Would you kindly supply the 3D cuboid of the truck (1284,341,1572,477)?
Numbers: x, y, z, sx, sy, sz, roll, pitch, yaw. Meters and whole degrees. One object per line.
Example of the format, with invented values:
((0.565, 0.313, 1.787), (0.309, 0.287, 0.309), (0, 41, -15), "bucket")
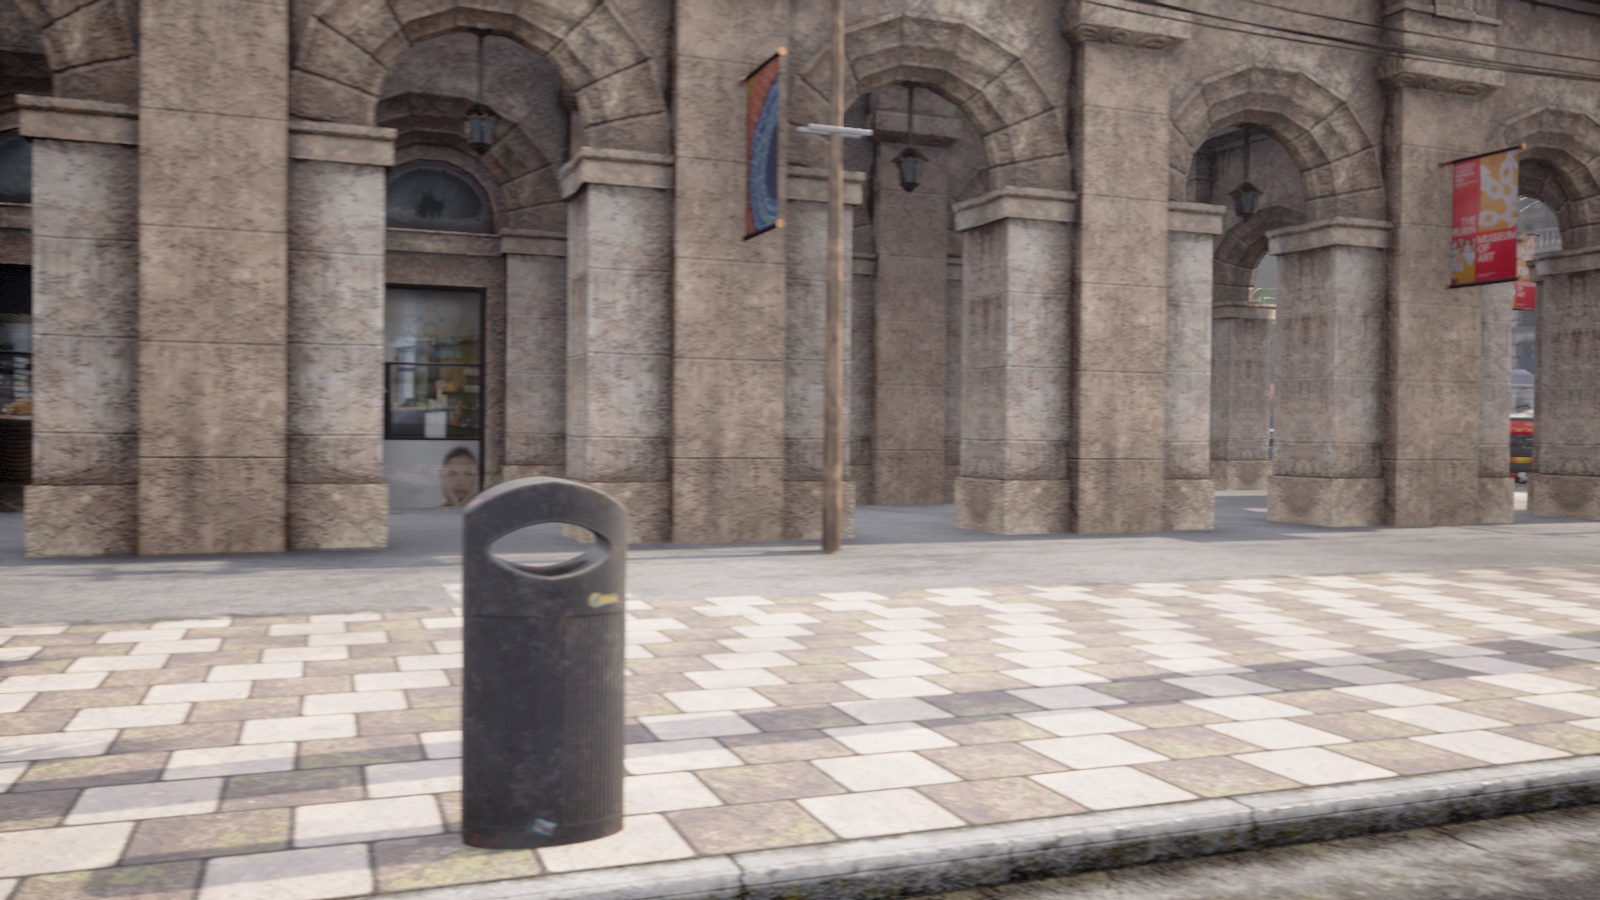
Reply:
((19.623, -1.230, 40.033), (2.891, 3.827, 8.468), (-1, 1, -21), "truck")
